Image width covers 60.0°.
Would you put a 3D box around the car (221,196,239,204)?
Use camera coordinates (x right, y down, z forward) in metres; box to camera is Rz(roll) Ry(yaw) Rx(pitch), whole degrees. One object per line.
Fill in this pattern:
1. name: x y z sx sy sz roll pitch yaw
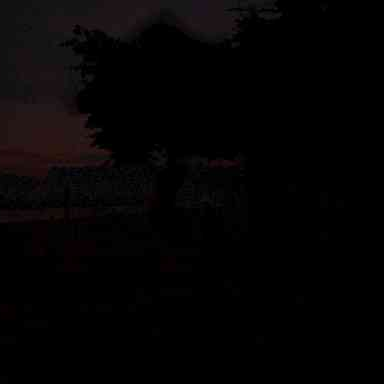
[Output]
1. car: 7.413 1.592 65.468 2.033 1.411 5.357 3 1 29

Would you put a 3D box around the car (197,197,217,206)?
1. car: 2.579 1.554 57.107 1.812 1.442 4.674 3 1 31
